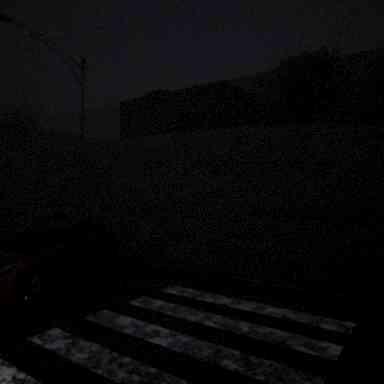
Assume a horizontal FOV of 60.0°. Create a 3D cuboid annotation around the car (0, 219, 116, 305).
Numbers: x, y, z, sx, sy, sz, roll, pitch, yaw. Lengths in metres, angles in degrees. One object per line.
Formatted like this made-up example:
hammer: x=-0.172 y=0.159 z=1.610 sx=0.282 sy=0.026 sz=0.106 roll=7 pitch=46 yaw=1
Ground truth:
car: x=-3.694 y=1.505 z=8.398 sx=2.163 sy=1.488 sz=4.792 roll=1 pitch=-1 yaw=15
